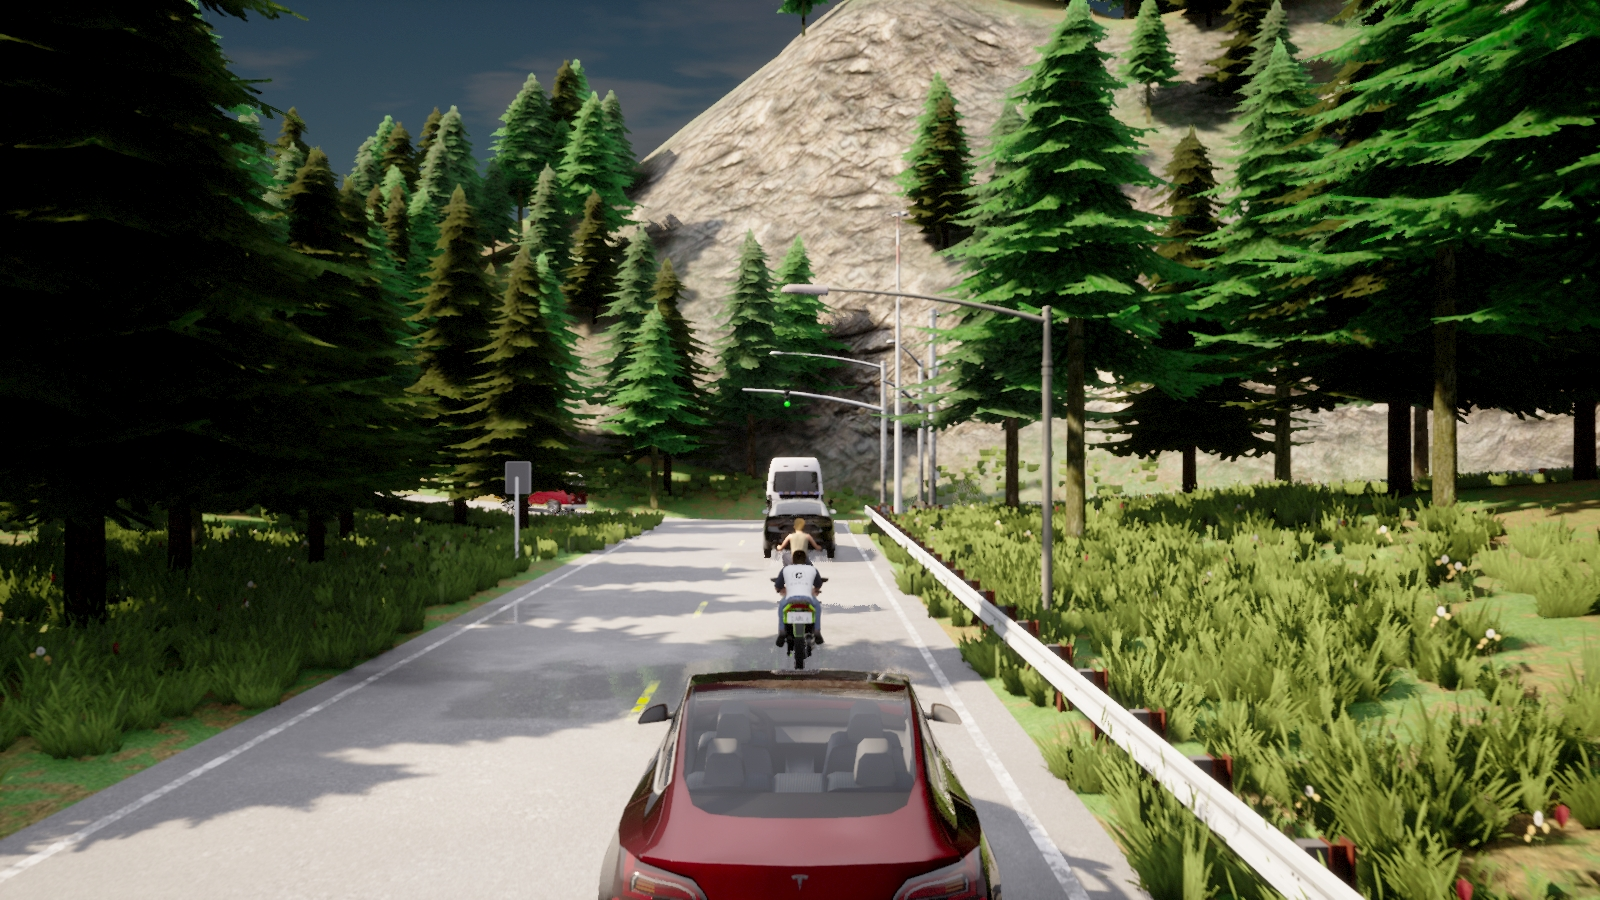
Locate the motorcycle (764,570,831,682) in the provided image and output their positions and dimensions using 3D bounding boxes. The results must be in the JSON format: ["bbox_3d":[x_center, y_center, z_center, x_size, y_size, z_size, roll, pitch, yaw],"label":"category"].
[{"bbox_3d":[-0.028,2.224,14.745,0.803,1.145,2.033,0,0,0],"label":"motorcycle"}]

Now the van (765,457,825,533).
[{"bbox_3d":[-0.256,1.564,41.998,1.988,2.561,5.915,0,0,-2],"label":"van"}]

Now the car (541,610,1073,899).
[{"bbox_3d":[0.028,2.069,7.047,2.163,1.488,4.792,0,0,0],"label":"car"}]

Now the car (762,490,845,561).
[{"bbox_3d":[0.089,2.005,31.510,2.097,1.638,5.238,0,0,0],"label":"car"}]

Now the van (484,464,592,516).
[{"bbox_3d":[-12.670,1.931,55.294,4.480,2.038,2.069,5,0,17],"label":"van"}]
